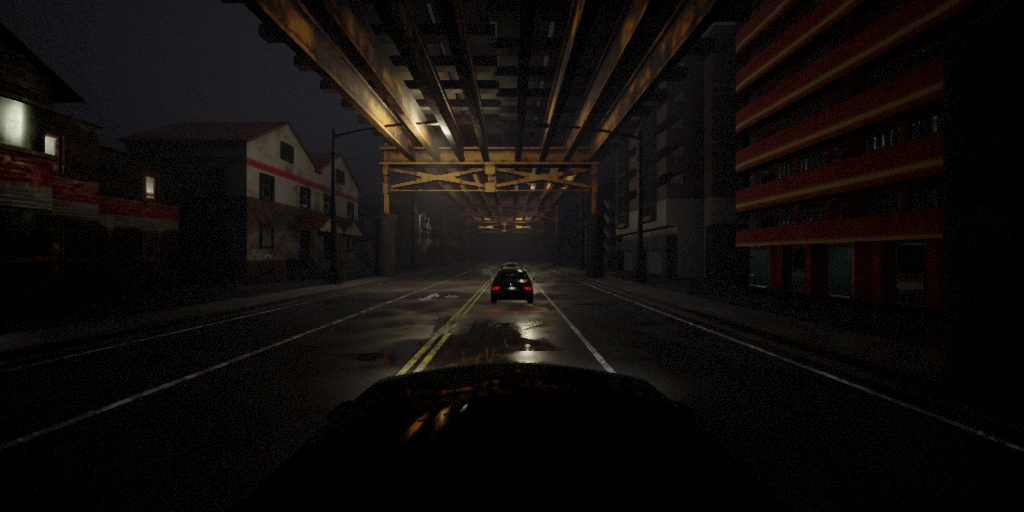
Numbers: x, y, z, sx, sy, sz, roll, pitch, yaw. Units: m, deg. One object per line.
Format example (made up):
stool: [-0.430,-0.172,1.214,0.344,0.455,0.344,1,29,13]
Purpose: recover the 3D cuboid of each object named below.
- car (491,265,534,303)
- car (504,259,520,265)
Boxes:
car: [0.000,1.313,16.500,2.033,1.411,5.357,0,0,0]
car: [0.000,1.251,31.497,1.812,1.442,4.674,0,0,0]
